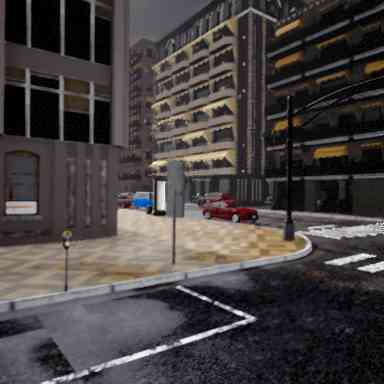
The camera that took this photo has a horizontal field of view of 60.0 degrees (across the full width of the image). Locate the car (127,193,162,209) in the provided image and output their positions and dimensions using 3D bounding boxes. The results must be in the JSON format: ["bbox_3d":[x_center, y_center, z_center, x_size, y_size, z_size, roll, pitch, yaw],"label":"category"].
[{"bbox_3d":[-5.511,0.971,38.138,1.882,1.535,5.008,1,0,-36],"label":"car"}]

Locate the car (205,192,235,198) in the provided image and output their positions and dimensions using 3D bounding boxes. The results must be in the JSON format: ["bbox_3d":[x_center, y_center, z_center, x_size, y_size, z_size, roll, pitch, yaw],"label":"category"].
[{"bbox_3d":[2.714,0.965,36.674,2.192,1.841,5.009,2,0,-36],"label":"car"}]

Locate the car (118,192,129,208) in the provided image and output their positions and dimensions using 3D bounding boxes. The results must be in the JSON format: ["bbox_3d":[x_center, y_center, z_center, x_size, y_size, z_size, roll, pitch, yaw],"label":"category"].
[{"bbox_3d":[-7.392,1.016,36.331,1.887,1.381,4.507,2,0,-36],"label":"car"}]

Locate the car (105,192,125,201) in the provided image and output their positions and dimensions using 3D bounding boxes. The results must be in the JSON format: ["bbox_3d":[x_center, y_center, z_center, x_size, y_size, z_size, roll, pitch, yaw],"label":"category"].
[{"bbox_3d":[-13.889,0.777,59.576,1.947,1.339,4.313,2,0,-36],"label":"car"}]

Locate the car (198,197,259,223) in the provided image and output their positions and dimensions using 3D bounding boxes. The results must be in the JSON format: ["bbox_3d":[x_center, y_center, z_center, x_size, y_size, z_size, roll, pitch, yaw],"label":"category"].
[{"bbox_3d":[2.565,1.279,22.590,1.887,1.381,4.507,2,0,-36],"label":"car"}]

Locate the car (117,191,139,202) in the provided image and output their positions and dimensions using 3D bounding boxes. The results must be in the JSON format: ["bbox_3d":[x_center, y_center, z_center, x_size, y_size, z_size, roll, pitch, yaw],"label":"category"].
[{"bbox_3d":[-10.566,0.739,54.996,1.967,1.590,4.097,2,0,-36],"label":"car"}]

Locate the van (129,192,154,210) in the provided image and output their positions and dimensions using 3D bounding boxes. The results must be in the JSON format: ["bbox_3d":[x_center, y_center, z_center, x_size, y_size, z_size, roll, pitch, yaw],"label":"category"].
[{"bbox_3d":[-4.067,0.900,31.750,1.690,1.788,3.998,2,0,-36],"label":"van"}]
